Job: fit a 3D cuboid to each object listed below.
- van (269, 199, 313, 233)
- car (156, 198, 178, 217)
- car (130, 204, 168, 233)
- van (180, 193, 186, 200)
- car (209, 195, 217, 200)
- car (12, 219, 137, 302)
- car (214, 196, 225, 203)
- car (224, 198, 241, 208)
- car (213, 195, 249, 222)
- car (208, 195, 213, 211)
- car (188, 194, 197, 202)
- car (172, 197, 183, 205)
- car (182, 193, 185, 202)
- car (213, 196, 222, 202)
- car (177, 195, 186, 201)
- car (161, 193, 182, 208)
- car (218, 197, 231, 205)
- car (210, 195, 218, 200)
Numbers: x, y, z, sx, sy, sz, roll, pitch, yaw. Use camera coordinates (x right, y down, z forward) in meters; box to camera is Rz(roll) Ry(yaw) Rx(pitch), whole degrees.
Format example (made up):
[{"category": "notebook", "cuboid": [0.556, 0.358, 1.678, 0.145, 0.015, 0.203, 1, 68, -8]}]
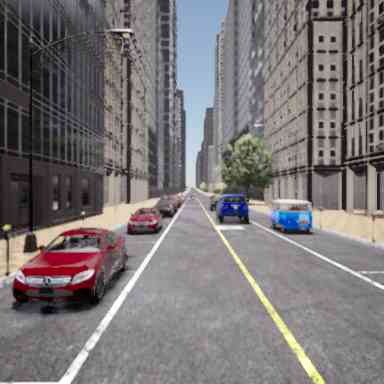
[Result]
[{"category": "van", "cuboid": [5.719, 1.350, 19.597, 1.690, 1.788, 3.998, 0, 0, 0]}, {"category": "car", "cuboid": [-2.639, 1.557, 31.007, 1.947, 1.339, 4.313, 0, 0, 0]}, {"category": "car", "cuboid": [-2.662, 1.578, 19.613, 1.802, 1.307, 4.206, 0, 0, 0]}, {"category": "van", "cuboid": [-2.523, 1.262, 93.676, 1.690, 1.788, 3.998, 0, 0, 0]}, {"category": "car", "cuboid": [5.858, 1.479, 93.660, 1.887, 1.381, 4.507, 0, 0, 0]}, {"category": "car", "cuboid": [-2.682, 1.579, 8.219, 1.802, 1.307, 4.206, 0, 0, 0]}, {"category": "car", "cuboid": [5.815, 1.521, 70.871, 2.008, 1.369, 4.403, 0, 0, 0]}, {"category": "car", "cuboid": [5.772, 1.545, 48.082, 2.008, 1.369, 4.403, 0, 0, 0]}, {"category": "car", "cuboid": [3.079, 1.221, 26.013, 2.150, 2.045, 5.566, 0, 0, 0]}, {"category": "car", "cuboid": [3.098, 1.488, 40.370, 2.128, 1.511, 4.902, 0, 0, 1]}, {"category": "car", "cuboid": [0.140, 1.327, 77.340, 2.097, 1.767, 4.553, 0, 0, 0]}, {"category": "car", "cuboid": [-2.586, 1.553, 59.493, 1.802, 1.307, 4.206, 0, 0, 0]}, {"category": "car", "cuboid": [-2.608, 1.296, 48.098, 2.192, 1.841, 5.009, 0, 0, 0]}, {"category": "car", "cuboid": [5.826, 1.545, 76.568, 1.802, 1.307, 4.206, 0, 0, 0]}, {"category": "car", "cuboid": [-2.543, 1.506, 82.280, 1.947, 1.339, 4.313, 0, 0, 0]}, {"category": "car", "cuboid": [-2.629, 1.303, 36.703, 2.192, 1.841, 5.009, 0, 0, 0]}, {"category": "car", "cuboid": [5.794, 1.535, 59.476, 2.008, 1.369, 4.403, 0, 0, 0]}, {"category": "car", "cuboid": [5.847, 1.510, 87.961, 1.947, 1.339, 4.313, 0, 0, 0]}]
